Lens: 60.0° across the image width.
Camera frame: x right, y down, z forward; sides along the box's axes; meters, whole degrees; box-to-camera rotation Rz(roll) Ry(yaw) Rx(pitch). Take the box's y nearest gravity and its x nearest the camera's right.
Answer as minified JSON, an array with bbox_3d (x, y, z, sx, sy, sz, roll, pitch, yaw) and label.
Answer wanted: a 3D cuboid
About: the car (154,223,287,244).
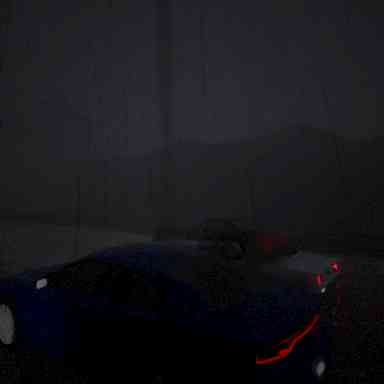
[{"bbox_3d":[0.751,1.593,7.741,4.718,1.301,1.895,0,0,35],"label":"car"}]

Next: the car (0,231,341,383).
[{"bbox_3d":[-0.812,1.472,4.555,5.008,1.535,1.882,0,0,35],"label":"car"}]

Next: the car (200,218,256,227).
[{"bbox_3d":[0.820,1.588,11.987,4.718,1.301,1.895,0,0,35],"label":"car"}]
